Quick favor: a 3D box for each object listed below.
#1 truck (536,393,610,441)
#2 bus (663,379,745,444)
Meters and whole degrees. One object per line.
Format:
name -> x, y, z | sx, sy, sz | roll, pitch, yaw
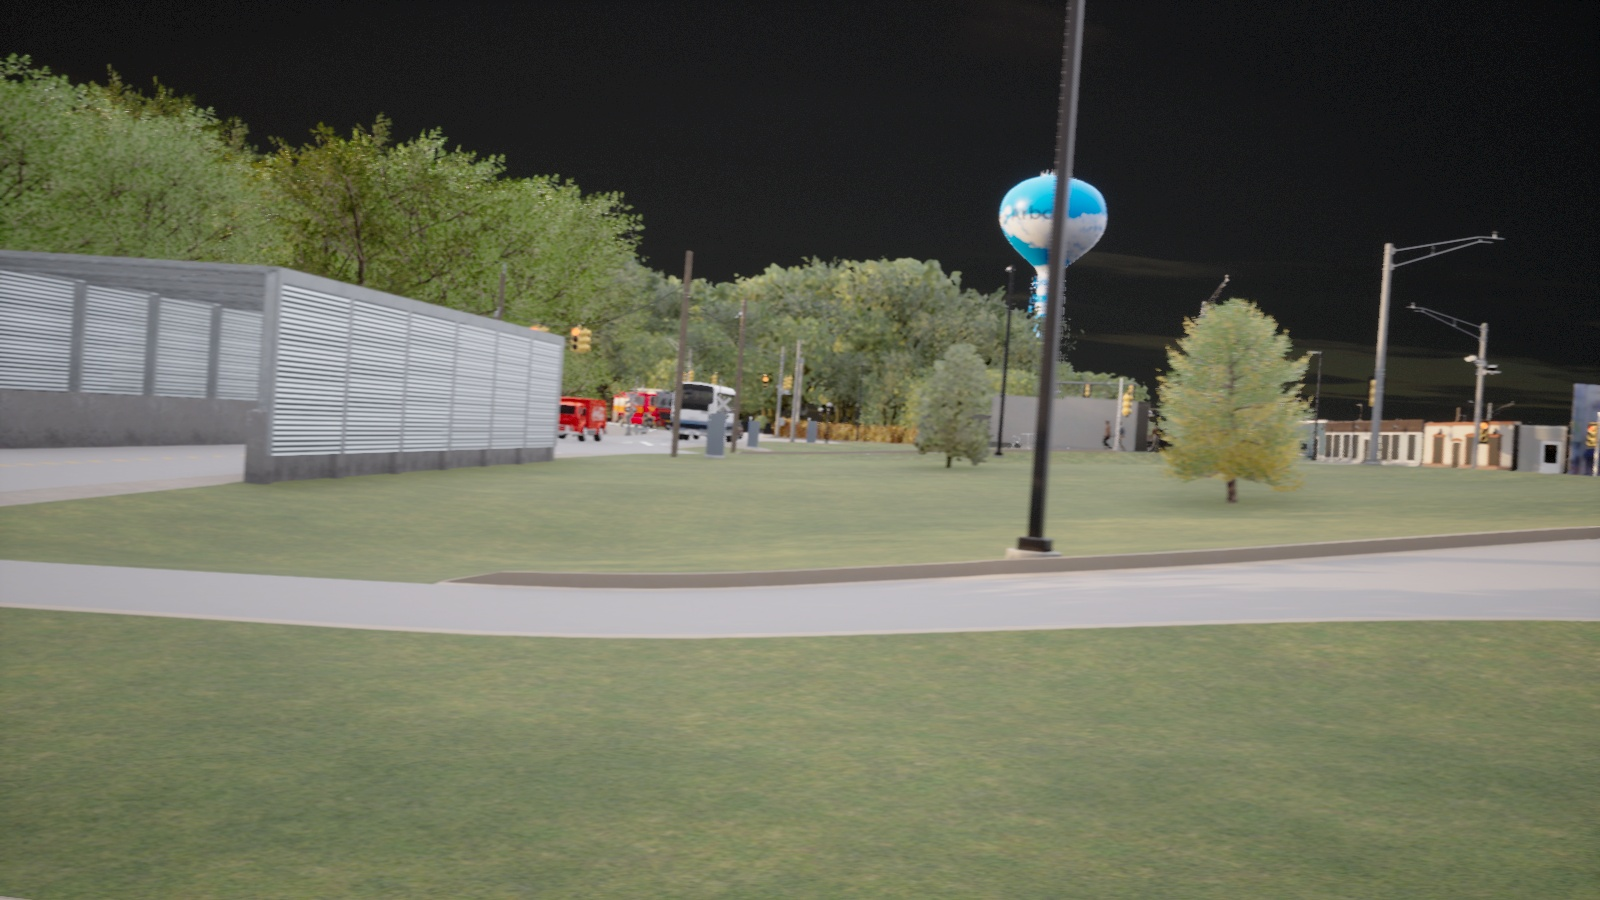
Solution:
truck -> -13.003, -1.897, 72.246 | 2.627, 2.467, 5.204 | 5, 1, 6
bus -> -7.034, -2.847, 94.274 | 3.944, 4.253, 10.273 | 6, 2, 6
